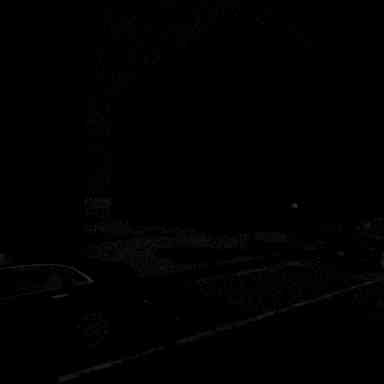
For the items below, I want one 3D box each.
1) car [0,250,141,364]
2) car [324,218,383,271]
[{"bbox_3d":[-2.859,1.551,4.492,4.403,1.369,2.008,0,0,-35],"label":"car"},{"bbox_3d":[6.139,1.538,10.908,4.507,1.381,1.887,0,0,-35],"label":"car"}]
